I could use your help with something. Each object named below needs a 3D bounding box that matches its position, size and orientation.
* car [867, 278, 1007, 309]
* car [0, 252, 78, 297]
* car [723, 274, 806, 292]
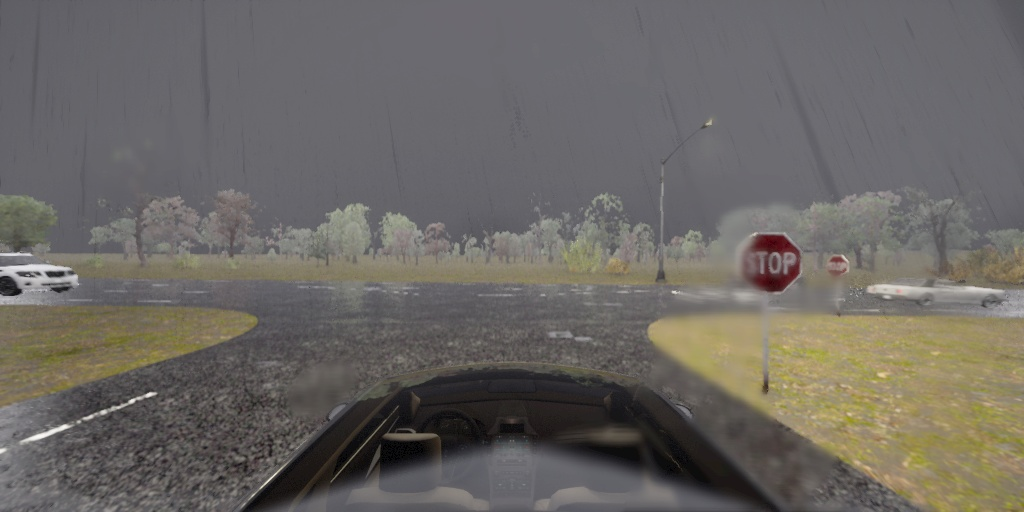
[{"bbox_3d":[20.193,1.737,17.131,4.718,1.301,1.895,1,0,0],"label":"car"},{"bbox_3d":[-24.812,0.829,17.431,5.566,2.045,2.150,1,0,0],"label":"car"},{"bbox_3d":[16.952,1.598,24.157,4.902,1.511,2.128,0,0,0],"label":"car"}]
